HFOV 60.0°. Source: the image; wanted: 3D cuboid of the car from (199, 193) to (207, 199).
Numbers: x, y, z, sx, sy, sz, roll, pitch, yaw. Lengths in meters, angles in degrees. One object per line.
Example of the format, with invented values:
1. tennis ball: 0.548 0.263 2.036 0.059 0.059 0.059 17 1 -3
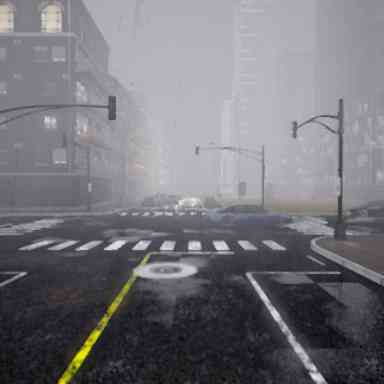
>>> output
1. car: 2.659 1.001 84.150 1.887 1.381 4.507 -1 0 0

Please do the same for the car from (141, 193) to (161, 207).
1. car: -5.694 1.250 44.551 1.887 1.381 4.507 -1 0 0

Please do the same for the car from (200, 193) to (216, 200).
1. car: 2.653 1.213 50.256 1.887 1.381 4.507 -1 0 0

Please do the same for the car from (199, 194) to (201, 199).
1. car: 2.657 1.077 72.851 2.008 1.369 4.403 -1 0 0

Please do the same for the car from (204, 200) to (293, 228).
1. car: 3.452 1.422 20.802 5.357 1.411 2.033 0 1 0

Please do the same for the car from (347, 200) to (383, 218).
1. car: 14.678 1.291 26.506 4.313 1.339 1.947 0 1 0

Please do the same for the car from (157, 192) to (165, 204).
1. car: -5.695 1.109 50.199 1.967 1.590 4.097 -1 0 0

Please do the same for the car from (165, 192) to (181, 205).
1. car: -3.045 1.191 50.706 1.812 1.442 4.674 0 0 0
